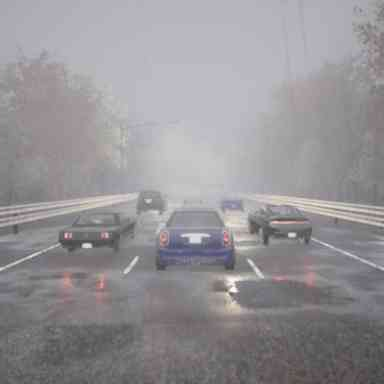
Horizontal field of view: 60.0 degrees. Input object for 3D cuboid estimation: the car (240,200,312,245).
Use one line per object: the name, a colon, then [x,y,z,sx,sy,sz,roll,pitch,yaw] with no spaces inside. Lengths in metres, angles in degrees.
car: [3.605,1.292,14.363,2.128,1.511,4.902,0,1,0]

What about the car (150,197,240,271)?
car: [0.094,1.206,10.499,2.097,1.767,4.553,0,1,0]

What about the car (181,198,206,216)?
car: [0.116,1.207,28.204,1.895,1.301,4.718,0,1,0]

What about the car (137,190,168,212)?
car: [-3.383,0.821,28.719,2.150,2.045,5.566,0,1,0]

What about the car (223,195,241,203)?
car: [3.620,1.039,31.274,1.882,1.535,5.008,0,1,0]

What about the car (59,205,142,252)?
car: [-3.396,1.421,13.029,1.895,1.301,4.718,0,1,0]
